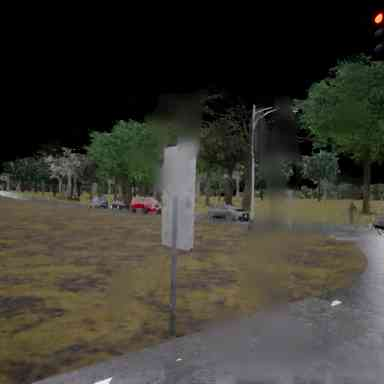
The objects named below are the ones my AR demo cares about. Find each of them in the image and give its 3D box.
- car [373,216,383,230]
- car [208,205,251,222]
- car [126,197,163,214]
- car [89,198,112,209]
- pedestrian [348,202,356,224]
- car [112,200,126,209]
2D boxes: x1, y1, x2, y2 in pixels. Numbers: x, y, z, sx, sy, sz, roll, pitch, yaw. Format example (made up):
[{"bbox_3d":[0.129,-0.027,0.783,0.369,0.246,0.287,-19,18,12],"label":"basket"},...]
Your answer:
[{"bbox_3d":[12.071,1.579,16.559,2.033,1.411,5.357,3,-3,-36],"label":"car"},{"bbox_3d":[3.238,1.827,28.824,1.994,1.385,4.181,3,-2,-36],"label":"car"},{"bbox_3d":[-5.643,1.648,41.180,2.150,2.045,5.566,3,-2,-35],"label":"car"},{"bbox_3d":[-15.464,2.119,54.956,1.994,1.385,4.181,3,-2,-35],"label":"car"},{"bbox_3d":[13.340,1.718,27.808,0.375,1.860,0.375,2,-1,-36],"label":"pedestrian"},{"bbox_3d":[-12.295,2.189,56.733,1.837,1.490,4.892,3,-2,-36],"label":"car"}]
